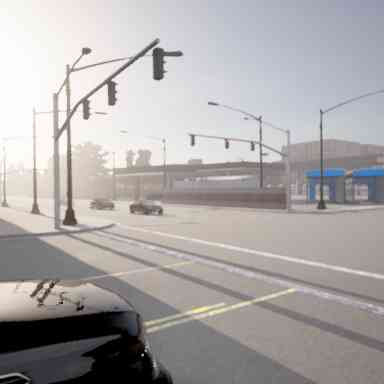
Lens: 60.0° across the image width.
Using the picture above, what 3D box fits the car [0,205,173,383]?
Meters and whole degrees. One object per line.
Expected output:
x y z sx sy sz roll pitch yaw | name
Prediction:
-2.804 1.222 1.770 5.566 2.045 2.150 0 0 -35 | car

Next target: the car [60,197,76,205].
-20.502 1.473 54.312 1.812 1.442 4.674 -1 1 -36 | car

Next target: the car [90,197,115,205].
-11.367 1.442 42.027 1.837 1.490 4.892 -1 0 -37 | car

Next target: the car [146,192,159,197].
-8.523 0.940 78.138 4.611 1.667 2.242 -1 1 -35 | car

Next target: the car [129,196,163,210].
-4.645 1.454 33.006 1.812 1.442 4.674 -1 1 -37 | car

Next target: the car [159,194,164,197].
-4.545 1.087 73.924 3.806 1.475 1.970 -1 1 -35 | car
